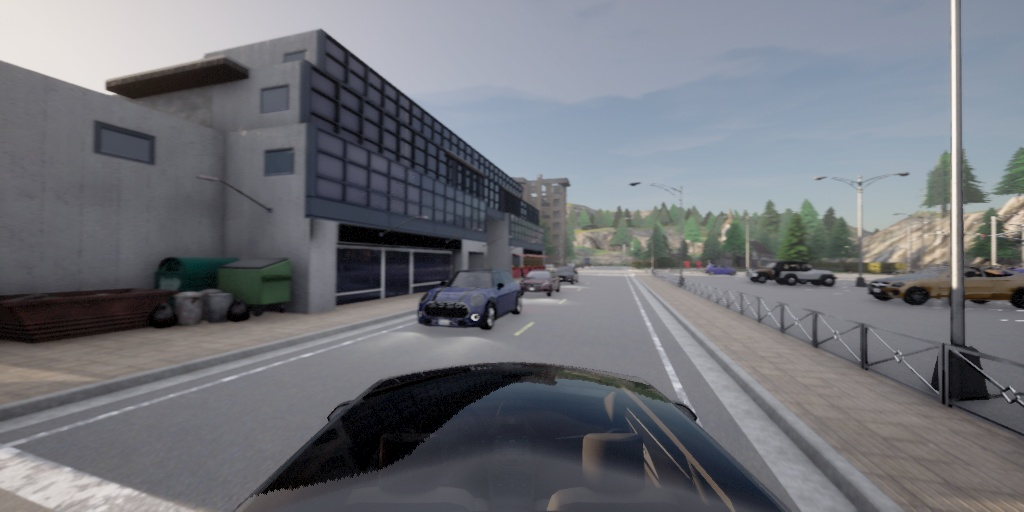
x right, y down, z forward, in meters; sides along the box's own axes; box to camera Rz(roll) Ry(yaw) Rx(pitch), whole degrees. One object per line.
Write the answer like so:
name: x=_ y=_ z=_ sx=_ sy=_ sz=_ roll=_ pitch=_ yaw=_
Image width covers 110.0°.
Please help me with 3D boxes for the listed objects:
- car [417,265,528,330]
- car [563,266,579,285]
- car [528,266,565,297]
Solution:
car: x=-1.162 y=1.208 z=11.706 sx=2.097 sy=1.767 sz=4.553 roll=0 pitch=-1 yaw=17
car: x=4.673 y=1.633 z=31.211 sx=1.837 sy=1.490 sz=4.892 roll=0 pitch=-1 yaw=17
car: x=1.724 y=1.517 z=21.382 sx=1.812 sy=1.442 sz=4.674 roll=0 pitch=-1 yaw=17
